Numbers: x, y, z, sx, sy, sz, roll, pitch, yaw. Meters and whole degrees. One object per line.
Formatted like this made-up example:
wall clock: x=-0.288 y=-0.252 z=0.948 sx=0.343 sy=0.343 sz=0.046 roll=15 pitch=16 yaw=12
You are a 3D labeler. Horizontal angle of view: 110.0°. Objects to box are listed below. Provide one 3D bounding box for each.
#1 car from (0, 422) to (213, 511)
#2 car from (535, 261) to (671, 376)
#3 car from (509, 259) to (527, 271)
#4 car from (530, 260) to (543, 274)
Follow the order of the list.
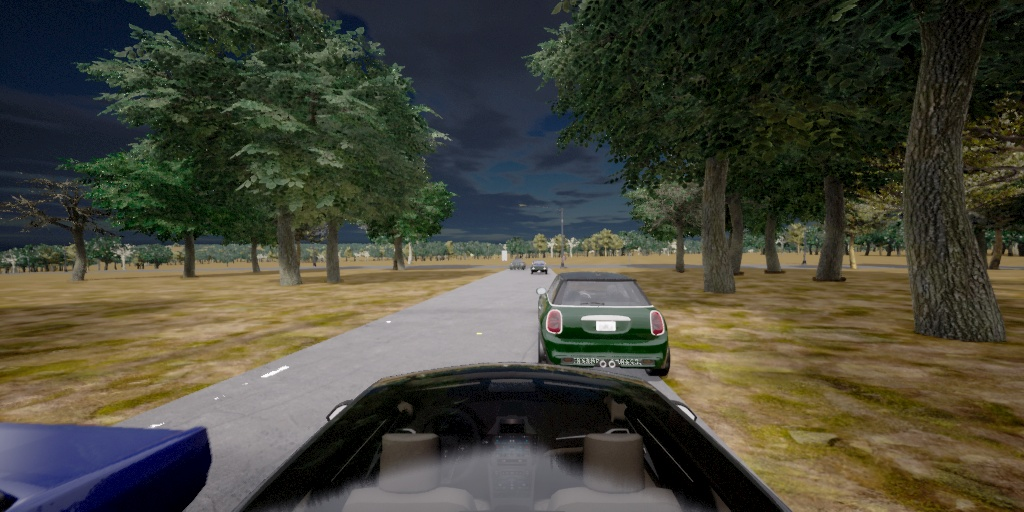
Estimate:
car: x=-3.110 y=1.352 z=0.208 sx=1.895 sy=1.301 sz=4.718 roll=0 pitch=0 yaw=4
car: x=1.600 y=1.097 z=7.631 sx=2.097 sy=1.767 sz=4.553 roll=0 pitch=0 yaw=4
car: x=0.796 y=1.207 z=52.539 sx=2.097 sy=1.767 sz=4.553 roll=0 pitch=0 yaw=5
car: x=3.098 y=1.398 z=40.930 sx=1.895 sy=1.301 sz=4.718 roll=0 pitch=0 yaw=5
